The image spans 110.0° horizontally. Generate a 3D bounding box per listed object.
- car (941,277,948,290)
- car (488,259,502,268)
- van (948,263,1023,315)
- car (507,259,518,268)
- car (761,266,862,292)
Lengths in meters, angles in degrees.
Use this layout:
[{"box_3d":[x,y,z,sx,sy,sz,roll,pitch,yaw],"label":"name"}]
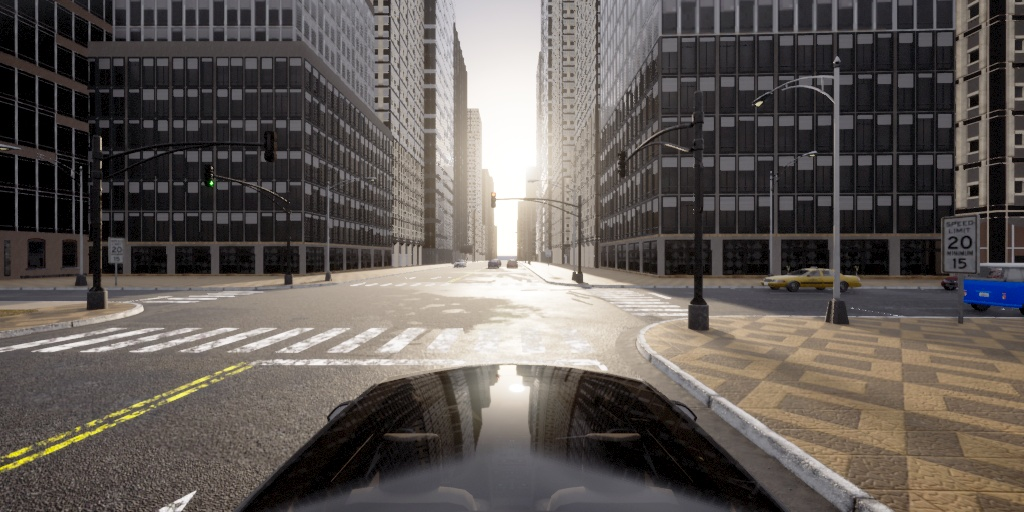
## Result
[{"box_3d":[26.937,1.356,20.160,4.207,1.307,1.802,0,0,2],"label":"car"},{"box_3d":[-3.201,1.336,62.836,1.882,1.535,5.008,0,0,0],"label":"car"},{"box_3d":[18.367,1.119,12.479,3.998,1.789,1.690,0,0,2],"label":"van"},{"box_3d":[0.050,1.425,63.666,1.994,1.385,4.181,0,0,0],"label":"car"},{"box_3d":[17.103,1.293,20.652,4.829,1.417,1.751,0,0,2],"label":"car"}]
